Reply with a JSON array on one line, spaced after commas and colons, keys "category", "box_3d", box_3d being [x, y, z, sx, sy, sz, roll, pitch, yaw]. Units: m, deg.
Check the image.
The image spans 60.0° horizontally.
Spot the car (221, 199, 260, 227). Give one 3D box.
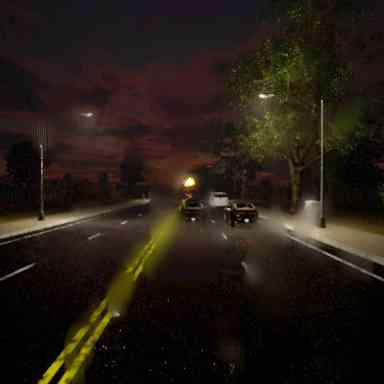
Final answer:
[{"category": "car", "box_3d": [3.331, 1.467, 22.675, 1.837, 1.490, 4.892, 0, 0, 0]}]

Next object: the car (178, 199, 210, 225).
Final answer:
[{"category": "car", "box_3d": [0.083, 1.465, 23.368, 1.837, 1.490, 4.892, 0, 0, 0]}]

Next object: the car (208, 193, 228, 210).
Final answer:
[{"category": "car", "box_3d": [3.283, 1.138, 41.277, 2.150, 2.045, 5.566, 0, -1, 0]}]
